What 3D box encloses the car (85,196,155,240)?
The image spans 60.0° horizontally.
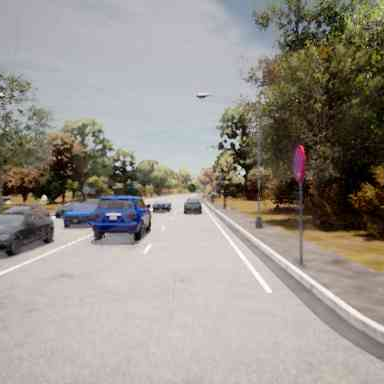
[{"bbox_3d":[-3.405,1.209,17.054,2.150,2.045,5.566,0,0,0],"label":"car"}]

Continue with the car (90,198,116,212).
[{"bbox_3d":[-10.510,1.498,39.685,1.812,1.442,4.674,0,0,0],"label":"car"}]

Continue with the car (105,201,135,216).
[{"bbox_3d":[-7.008,1.578,32.901,1.895,1.301,4.718,0,0,0],"label":"car"}]

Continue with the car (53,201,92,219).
[{"bbox_3d":[-10.507,1.543,29.657,1.994,1.385,4.181,0,0,0],"label":"car"}]

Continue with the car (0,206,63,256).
[{"bbox_3d":[-7.085,1.517,13.266,1.812,1.442,4.674,0,0,0],"label":"car"}]

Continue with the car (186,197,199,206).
[{"bbox_3d":[0.075,1.509,54.433,2.033,1.411,5.357,0,0,0],"label":"car"}]

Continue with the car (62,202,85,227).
[{"bbox_3d":[-7.038,1.462,22.595,1.882,1.535,5.008,0,0,1],"label":"car"}]

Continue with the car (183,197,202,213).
[{"bbox_3d":[0.092,1.466,36.037,2.128,1.511,4.902,0,0,0],"label":"car"}]

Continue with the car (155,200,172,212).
[{"bbox_3d":[-3.410,1.573,38.651,1.895,1.301,4.718,0,0,0],"label":"car"}]

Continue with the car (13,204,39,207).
[{"bbox_3d":[-10.551,1.511,20.933,1.812,1.442,4.674,0,0,0],"label":"car"}]
